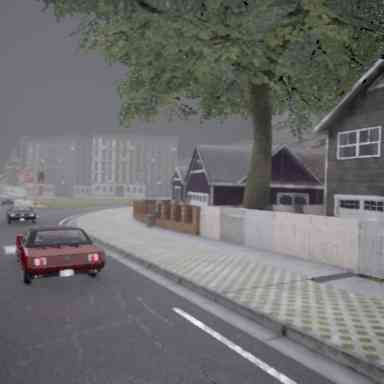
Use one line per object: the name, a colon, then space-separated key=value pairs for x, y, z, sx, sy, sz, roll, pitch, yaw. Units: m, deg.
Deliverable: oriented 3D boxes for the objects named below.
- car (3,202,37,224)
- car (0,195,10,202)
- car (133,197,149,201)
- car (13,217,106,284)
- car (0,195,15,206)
car: x=-13.317 y=1.683 z=25.832 sx=1.895 sy=1.301 sz=4.718 roll=1 pitch=-1 yaw=-30
car: x=-41.853 y=1.413 z=74.405 sx=1.812 sy=1.442 sz=4.674 roll=1 pitch=0 yaw=-30
car: x=-9.022 y=1.650 z=61.796 sx=1.882 sy=1.535 sz=5.008 roll=2 pitch=1 yaw=24
car: x=-4.100 y=1.649 z=9.869 sx=1.895 sy=1.301 sz=4.718 roll=1 pitch=-1 yaw=-30
car: x=-30.352 y=1.568 z=54.743 sx=1.837 sy=1.490 sz=4.892 roll=1 pitch=-1 yaw=-30
